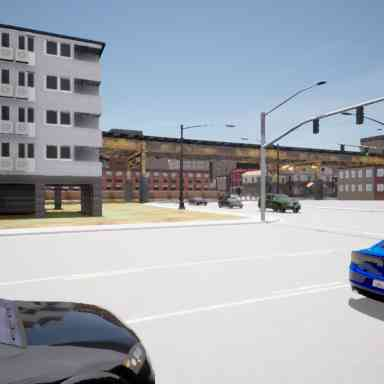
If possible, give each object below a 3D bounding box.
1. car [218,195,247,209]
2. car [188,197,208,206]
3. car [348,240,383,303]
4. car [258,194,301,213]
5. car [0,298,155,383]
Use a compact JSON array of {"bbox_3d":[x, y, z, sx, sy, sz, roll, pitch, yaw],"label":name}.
[{"bbox_3d":[5.278,1.526,46.437,1.812,1.442,4.674,0,0,-25],"label":"car"},{"bbox_3d":[0.858,1.547,55.887,2.033,1.411,5.357,0,0,-20],"label":"car"},{"bbox_3d":[5.560,1.478,6.910,5.008,1.535,1.882,0,0,-25],"label":"car"},{"bbox_3d":[9.651,1.222,37.283,2.150,2.045,5.566,0,0,-26],"label":"car"},{"bbox_3d":[-2.418,1.564,2.758,4.181,1.385,1.994,0,0,-32],"label":"car"}]
